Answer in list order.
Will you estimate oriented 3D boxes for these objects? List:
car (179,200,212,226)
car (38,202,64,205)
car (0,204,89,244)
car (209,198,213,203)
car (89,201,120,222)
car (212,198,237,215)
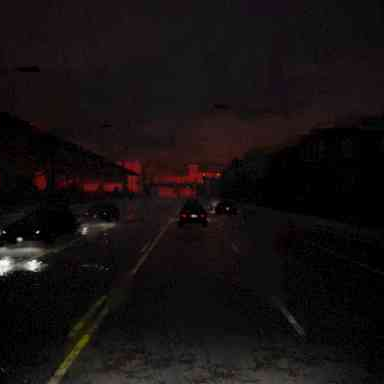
[{"bbox_3d":[0.074,1.553,23.155,2.033,1.411,5.357,0,0,0],"label":"car"},{"bbox_3d":[-10.528,1.497,24.537,2.128,1.511,4.902,0,0,0],"label":"car"},{"bbox_3d":[-7.030,1.551,16.237,2.033,1.411,5.357,0,0,0],"label":"car"},{"bbox_3d":[3.501,1.537,47.328,1.812,1.442,4.674,0,0,1],"label":"car"},{"bbox_3d":[-7.030,1.511,26.501,1.837,1.490,4.892,0,0,0],"label":"car"},{"bbox_3d":[3.471,1.572,34.269,1.994,1.385,4.181,0,0,0],"label":"car"}]
